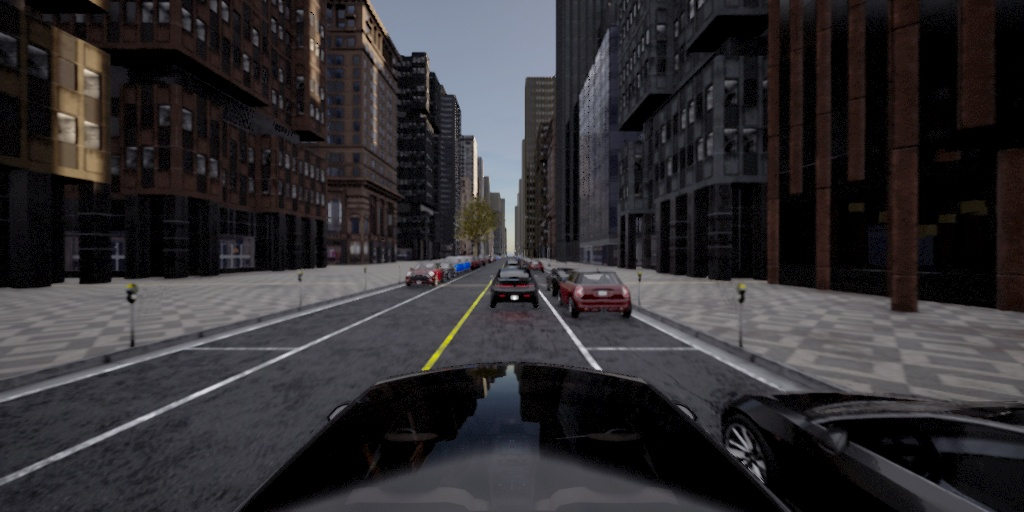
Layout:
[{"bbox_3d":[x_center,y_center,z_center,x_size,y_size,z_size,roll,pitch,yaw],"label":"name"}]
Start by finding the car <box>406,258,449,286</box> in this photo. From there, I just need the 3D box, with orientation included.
[{"bbox_3d":[-5.765,1.109,24.183,1.967,1.591,4.097,0,0,0],"label":"car"}]

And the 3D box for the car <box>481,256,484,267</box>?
[{"bbox_3d":[-5.768,0.884,52.570,2.192,1.841,5.009,0,0,0],"label":"car"}]

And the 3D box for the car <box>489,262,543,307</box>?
[{"bbox_3d":[0.092,1.208,15.195,1.837,1.490,4.892,0,1,0],"label":"car"}]

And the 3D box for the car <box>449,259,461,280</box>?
[{"bbox_3d":[-5.766,1.199,29.860,2.007,1.370,4.403,0,0,0],"label":"car"}]

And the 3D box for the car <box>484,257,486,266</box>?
[{"bbox_3d":[-5.769,1.115,58.247,1.948,1.339,4.313,0,0,0],"label":"car"}]

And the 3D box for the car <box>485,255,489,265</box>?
[{"bbox_3d":[-5.770,0.845,63.925,2.192,1.841,5.009,0,0,0],"label":"car"}]

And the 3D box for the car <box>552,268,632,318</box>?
[{"bbox_3d":[2.761,1.149,12.834,1.967,1.591,4.097,0,0,0],"label":"car"}]

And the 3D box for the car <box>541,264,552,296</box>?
[{"bbox_3d":[2.761,1.255,18.512,1.948,1.339,4.313,0,0,0],"label":"car"}]

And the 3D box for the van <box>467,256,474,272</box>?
[{"bbox_3d":[-5.767,0.949,41.215,1.690,1.789,3.998,0,0,0],"label":"van"}]

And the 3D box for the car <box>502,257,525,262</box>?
[{"bbox_3d":[0.096,1.127,37.348,1.837,1.490,4.892,0,0,0],"label":"car"}]

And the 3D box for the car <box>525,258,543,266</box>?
[{"bbox_3d":[2.758,1.190,41.223,1.802,1.307,4.207,0,0,0],"label":"car"}]

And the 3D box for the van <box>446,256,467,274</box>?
[{"bbox_3d":[-5.766,0.969,35.538,1.690,1.789,3.998,0,0,0],"label":"van"}]

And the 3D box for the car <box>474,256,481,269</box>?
[{"bbox_3d":[-5.768,0.903,46.893,2.192,1.841,5.009,0,0,0],"label":"car"}]

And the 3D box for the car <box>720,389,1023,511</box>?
[{"bbox_3d":[2.762,1.317,1.480,1.948,1.339,4.313,0,0,0],"label":"car"}]
